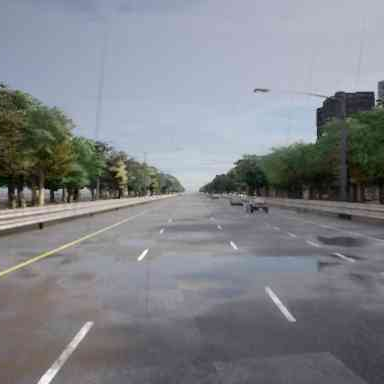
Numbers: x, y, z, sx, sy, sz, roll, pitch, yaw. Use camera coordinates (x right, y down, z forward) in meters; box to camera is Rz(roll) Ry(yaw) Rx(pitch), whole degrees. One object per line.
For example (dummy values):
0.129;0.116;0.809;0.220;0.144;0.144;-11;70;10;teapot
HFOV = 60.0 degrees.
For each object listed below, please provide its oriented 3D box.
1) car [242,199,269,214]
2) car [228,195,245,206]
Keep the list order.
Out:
7.002;1.518;36.163;1.837;1.490;4.892;0;0;0;car
7.019;1.581;53.814;2.033;1.411;5.357;0;0;0;car
